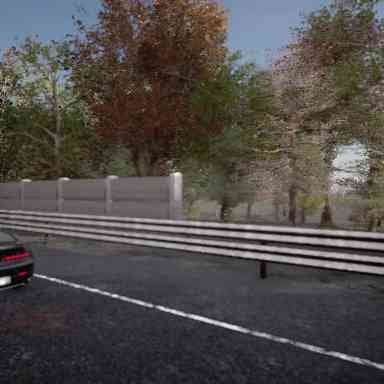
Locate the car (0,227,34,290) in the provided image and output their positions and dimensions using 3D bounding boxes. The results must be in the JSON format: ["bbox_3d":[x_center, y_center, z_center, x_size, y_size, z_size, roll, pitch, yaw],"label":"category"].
[{"bbox_3d":[-5.687,1.507,7.931,4.892,1.490,1.837,0,0,35],"label":"car"}]
